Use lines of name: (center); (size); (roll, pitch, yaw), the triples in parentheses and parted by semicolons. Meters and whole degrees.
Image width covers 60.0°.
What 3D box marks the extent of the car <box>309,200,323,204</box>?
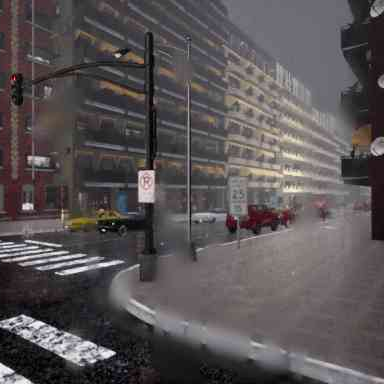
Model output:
car: (23.182, 2.771, 63.847); (1.887, 1.381, 4.507); (-1, -2, 35)

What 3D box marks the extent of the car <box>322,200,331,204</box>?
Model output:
car: (26.429, 2.640, 68.490); (2.192, 1.841, 5.009); (-1, -2, 35)

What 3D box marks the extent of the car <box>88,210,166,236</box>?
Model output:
car: (-3.787, 1.911, 20.817); (1.895, 1.301, 4.718); (0, -1, 35)

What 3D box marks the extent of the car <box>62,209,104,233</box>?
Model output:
car: (-6.165, 1.834, 21.962); (1.752, 1.417, 4.829); (-1, -2, 35)

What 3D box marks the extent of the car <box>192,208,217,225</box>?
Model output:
car: (1.962, 2.093, 29.022); (1.895, 1.301, 4.718); (0, -1, 35)

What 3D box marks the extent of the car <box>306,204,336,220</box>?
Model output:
car: (13.804, 2.284, 35.914); (1.802, 1.307, 4.206); (-1, -2, 35)

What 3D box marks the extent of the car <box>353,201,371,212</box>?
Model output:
car: (30.050, 2.522, 59.112); (2.192, 1.841, 5.009); (-1, -2, 35)

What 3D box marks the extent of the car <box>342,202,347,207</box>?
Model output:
car: (39.432, 3.282, 87.040); (1.947, 1.339, 4.313); (-1, -2, 35)

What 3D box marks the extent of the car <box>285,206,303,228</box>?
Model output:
car: (7.304, 2.043, 26.638); (1.887, 1.381, 4.507); (-1, -2, 35)

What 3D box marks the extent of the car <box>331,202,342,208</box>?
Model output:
car: (32.931, 3.067, 77.762); (1.887, 1.381, 4.507); (-1, -2, 35)

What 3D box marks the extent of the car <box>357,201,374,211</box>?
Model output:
car: (33.300, 2.622, 63.751); (2.192, 1.841, 5.009); (-1, -2, 35)

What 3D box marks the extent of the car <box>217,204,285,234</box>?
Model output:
car: (4.053, 1.711, 22.006); (2.192, 1.841, 5.009); (-1, -2, 35)

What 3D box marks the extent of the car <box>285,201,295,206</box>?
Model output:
car: (13.333, 2.446, 49.792); (1.752, 1.417, 4.829); (-1, -2, 35)

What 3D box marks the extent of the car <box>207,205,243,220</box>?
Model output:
car: (3.682, 2.164, 36.016); (1.887, 1.381, 4.507); (-1, -2, 35)

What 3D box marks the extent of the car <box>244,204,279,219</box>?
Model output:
car: (7.939, 2.171, 37.532); (2.128, 1.511, 4.902); (0, -1, 35)

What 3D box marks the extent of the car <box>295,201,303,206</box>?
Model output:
car: (16.680, 2.340, 54.576); (2.192, 1.841, 5.009); (-1, -2, 35)
